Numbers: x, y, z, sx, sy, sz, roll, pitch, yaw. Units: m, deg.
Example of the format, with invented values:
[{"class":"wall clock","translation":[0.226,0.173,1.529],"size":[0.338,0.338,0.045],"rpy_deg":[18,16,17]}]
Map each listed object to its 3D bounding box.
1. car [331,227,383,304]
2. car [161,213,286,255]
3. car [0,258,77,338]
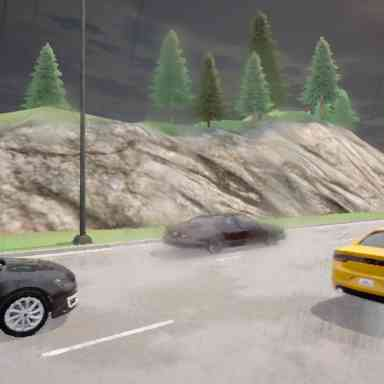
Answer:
[{"class":"car","translation":[5.148,1.477,7.431],"size":[5.008,1.535,1.882],"rpy_deg":[0,0,-36]},{"class":"car","translation":[1.415,1.547,13.365],"size":[5.357,1.411,2.033],"rpy_deg":[0,0,-36]},{"class":"car","translation":[-4.283,1.504,4.992],"size":[4.892,1.490,1.837],"rpy_deg":[0,0,-36]}]
